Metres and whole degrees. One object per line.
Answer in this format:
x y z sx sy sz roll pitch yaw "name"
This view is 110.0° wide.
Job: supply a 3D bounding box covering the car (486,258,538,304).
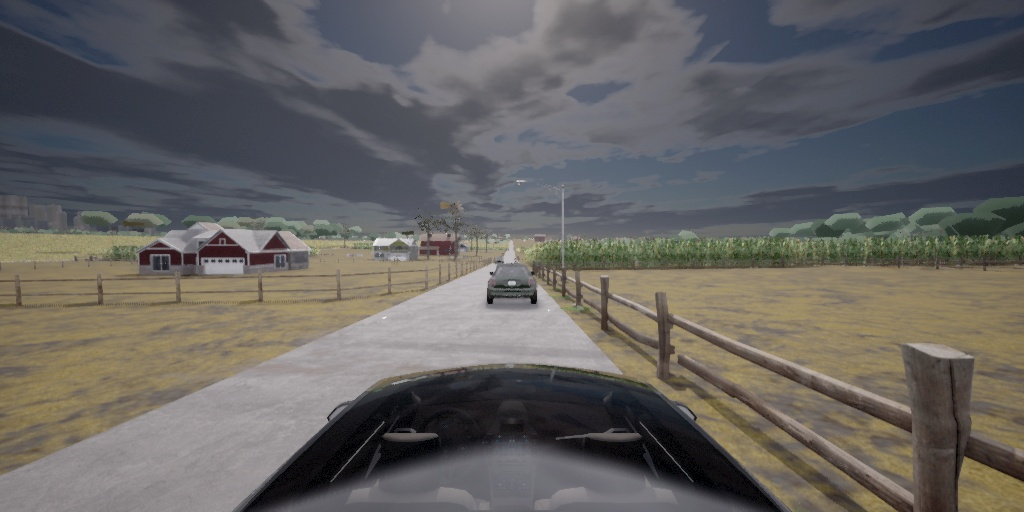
0.000 1.105 16.480 2.097 1.767 4.553 0 0 0 "car"
